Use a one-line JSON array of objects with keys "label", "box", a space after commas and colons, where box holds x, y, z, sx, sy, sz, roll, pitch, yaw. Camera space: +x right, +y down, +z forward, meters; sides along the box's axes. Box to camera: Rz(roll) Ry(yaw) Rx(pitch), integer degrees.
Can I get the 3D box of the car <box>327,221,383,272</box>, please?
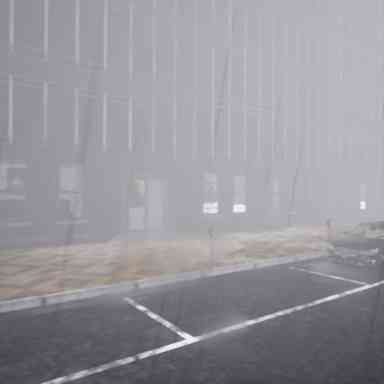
[{"label": "car", "box": [6.262, 1.670, 11.031, 4.403, 1.369, 2.008, 1, 0, -36]}]
